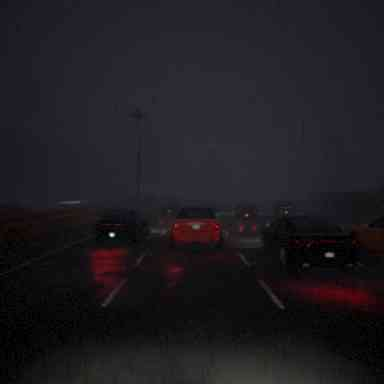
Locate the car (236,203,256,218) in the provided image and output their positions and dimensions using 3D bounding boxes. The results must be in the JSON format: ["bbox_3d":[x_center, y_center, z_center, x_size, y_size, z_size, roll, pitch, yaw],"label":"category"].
[{"bbox_3d":[4.897,1.648,30.092,1.895,1.301,4.718,0,0,7],"label":"car"}]

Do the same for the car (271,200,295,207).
[{"bbox_3d":[8.694,1.555,31.748,1.837,1.490,4.892,0,0,8],"label":"car"}]

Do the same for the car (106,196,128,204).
[{"bbox_3d":[-15.233,1.579,66.039,1.882,1.535,5.008,0,0,19],"label":"car"}]

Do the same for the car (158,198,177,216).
[{"bbox_3d":[-1.779,1.577,32.649,1.812,1.442,4.674,0,0,8],"label":"car"}]

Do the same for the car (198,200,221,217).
[{"bbox_3d":[1.770,1.577,32.692,1.812,1.442,4.674,0,0,8],"label":"car"}]

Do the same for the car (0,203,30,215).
[{"bbox_3d":[-13.523,1.528,23.724,2.128,1.511,4.902,0,0,5],"label":"car"}]

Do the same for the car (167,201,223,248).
[{"bbox_3d":[0.213,1.375,15.047,2.097,1.767,4.553,0,0,1],"label":"car"}]

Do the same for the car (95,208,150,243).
[{"bbox_3d":[-3.253,1.530,16.265,1.837,1.490,4.892,0,0,2],"label":"car"}]

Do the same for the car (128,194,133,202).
[{"bbox_3d":[-11.218,1.324,66.865,2.150,2.045,5.566,0,0,19],"label":"car"}]

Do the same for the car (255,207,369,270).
[{"bbox_3d":[3.626,1.495,11.179,1.882,1.535,5.008,0,0,1],"label":"car"}]

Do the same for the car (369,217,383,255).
[{"bbox_3d":[7.126,1.495,11.170,1.882,1.535,5.008,0,0,1],"label":"car"}]

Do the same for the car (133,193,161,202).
[{"bbox_3d":[-8.616,1.319,63.788,2.150,2.045,5.566,0,0,19],"label":"car"}]

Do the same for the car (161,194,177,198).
[{"bbox_3d":[-4.678,1.324,64.442,2.150,2.045,5.566,0,0,20],"label":"car"}]
